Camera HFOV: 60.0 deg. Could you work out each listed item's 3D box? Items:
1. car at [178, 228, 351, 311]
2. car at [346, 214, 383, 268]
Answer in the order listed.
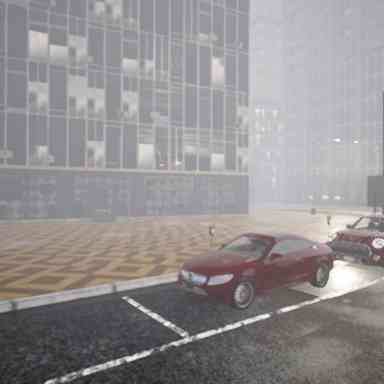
[{"bbox_3d":[1.654,1.602,7.756,4.206,1.307,1.802,0,0,-36],"label":"car"},{"bbox_3d":[6.281,1.477,11.073,4.097,1.590,1.967,0,0,-36],"label":"car"}]
